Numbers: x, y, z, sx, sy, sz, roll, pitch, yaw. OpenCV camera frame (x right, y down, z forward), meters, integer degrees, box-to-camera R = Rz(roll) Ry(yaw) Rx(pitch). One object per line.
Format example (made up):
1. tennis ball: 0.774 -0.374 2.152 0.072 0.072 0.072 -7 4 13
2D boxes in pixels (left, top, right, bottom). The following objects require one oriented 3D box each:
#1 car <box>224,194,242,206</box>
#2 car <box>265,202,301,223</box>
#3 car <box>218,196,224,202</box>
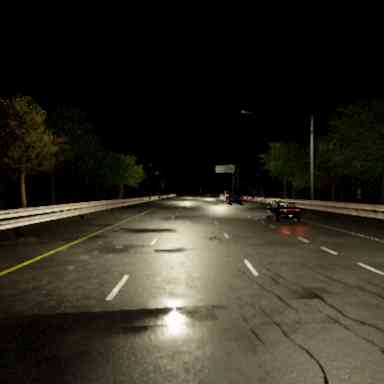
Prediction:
1. car: 7.181 1.282 56.537 2.150 2.045 5.566 0 0 0
2. car: 7.040 1.510 26.119 2.128 1.511 4.902 0 0 0
3. car: 7.365 1.616 80.635 1.812 1.442 4.674 0 0 1
